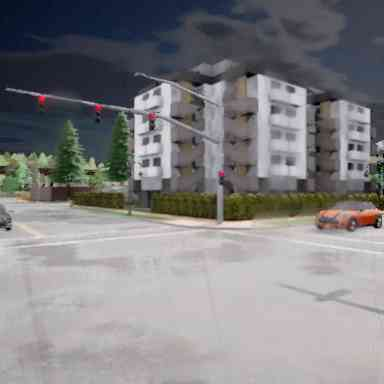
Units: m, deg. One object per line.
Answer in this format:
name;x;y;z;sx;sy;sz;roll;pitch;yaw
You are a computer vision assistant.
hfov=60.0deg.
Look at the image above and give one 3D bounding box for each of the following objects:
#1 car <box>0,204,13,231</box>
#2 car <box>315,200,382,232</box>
car;-11.922;1.472;19.713;1.837;1.490;4.892;0;0;-35
car;9.373;1.325;19.886;4.553;1.767;2.097;0;0;-36
